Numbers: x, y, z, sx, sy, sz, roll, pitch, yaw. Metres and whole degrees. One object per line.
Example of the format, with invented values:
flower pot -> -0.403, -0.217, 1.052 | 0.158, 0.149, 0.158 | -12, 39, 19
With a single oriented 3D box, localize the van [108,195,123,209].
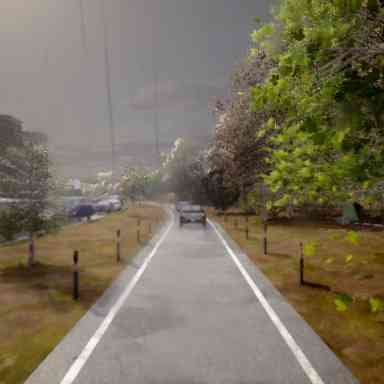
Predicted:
van -> -11.097, 1.499, 48.685 | 1.878, 1.987, 4.442 | 1, -2, -10

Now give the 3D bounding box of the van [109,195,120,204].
van -> -17.728, 1.771, 75.802 | 1.878, 1.987, 4.442 | 2, -2, -21

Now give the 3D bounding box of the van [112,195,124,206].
van -> -14.490, 1.630, 65.097 | 1.878, 1.987, 4.442 | 1, -2, -16

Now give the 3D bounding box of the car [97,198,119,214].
car -> -9.863, 1.706, 37.690 | 2.002, 1.452, 4.674 | 1, -1, -5

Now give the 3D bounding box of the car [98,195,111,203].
car -> -24.084, 2.043, 91.407 | 2.435, 2.045, 5.566 | 2, -2, -25

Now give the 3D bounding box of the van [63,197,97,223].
van -> -9.251, 1.372, 26.454 | 1.878, 1.987, 4.442 | 0, -1, -2

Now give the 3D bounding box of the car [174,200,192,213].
car -> -1.198, 1.797, 41.785 | 1.994, 1.385, 4.181 | 0, 0, -6

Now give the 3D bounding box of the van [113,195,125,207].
van -> -13.143, 1.576, 59.682 | 1.878, 1.987, 4.442 | 1, -2, -15

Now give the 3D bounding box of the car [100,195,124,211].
car -> -10.386, 1.445, 43.229 | 2.435, 2.045, 5.566 | 1, -2, -9

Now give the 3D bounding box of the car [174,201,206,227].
car -> 0.020, 1.648, 24.238 | 2.128, 1.511, 4.902 | 0, 0, -1

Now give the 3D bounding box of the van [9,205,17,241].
van -> -9.087, 1.309, 16.504 | 1.878, 1.987, 4.442 | 0, -1, -2
